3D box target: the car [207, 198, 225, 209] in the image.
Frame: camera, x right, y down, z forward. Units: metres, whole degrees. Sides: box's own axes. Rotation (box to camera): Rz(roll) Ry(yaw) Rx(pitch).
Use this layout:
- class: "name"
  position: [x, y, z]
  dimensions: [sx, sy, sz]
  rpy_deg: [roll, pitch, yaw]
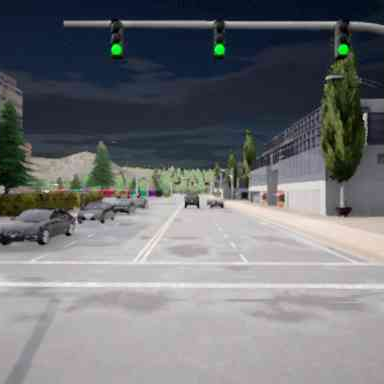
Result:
- class: "car"
  position: [3.503, 1.642, 47.246]
  dimensions: [1.895, 1.301, 4.718]
  rpy_deg: [0, 0, 0]

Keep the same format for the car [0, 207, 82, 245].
- class: "car"
  position: [-7.116, 1.518, 15.729]
  dimensions: [1.837, 1.490, 4.892]
  rpy_deg: [0, 0, 1]

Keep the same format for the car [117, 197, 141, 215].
- class: "car"
  position: [-7.082, 1.578, 35.044]
  dimensions: [2.033, 1.411, 5.357]
  rpy_deg: [0, 0, 1]

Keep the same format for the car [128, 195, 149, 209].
- class: "car"
  position: [-7.042, 1.544, 45.162]
  dimensions: [1.837, 1.490, 4.892]
  rpy_deg: [0, 0, 0]

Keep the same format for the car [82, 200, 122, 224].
- class: "car"
  position: [-7.088, 1.513, 25.181]
  dimensions: [2.128, 1.511, 4.902]
  rpy_deg: [0, 0, 0]

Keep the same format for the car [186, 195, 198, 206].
- class: "car"
  position: [0.003, 1.402, 57.494]
  dimensions: [2.097, 1.767, 4.553]
  rpy_deg: [0, 0, 0]

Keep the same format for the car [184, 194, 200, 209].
- class: "car"
  position: [0.003, 1.262, 46.872]
  dimensions: [2.150, 2.045, 5.566]
  rpy_deg: [0, 0, 0]
